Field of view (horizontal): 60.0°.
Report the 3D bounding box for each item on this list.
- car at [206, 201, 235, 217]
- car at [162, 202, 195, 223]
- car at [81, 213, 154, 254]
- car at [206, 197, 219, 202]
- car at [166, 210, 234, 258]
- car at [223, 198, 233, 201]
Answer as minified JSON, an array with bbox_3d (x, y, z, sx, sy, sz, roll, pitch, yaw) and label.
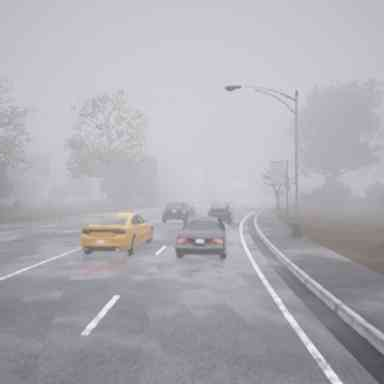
[{"bbox_3d":[2.475,1.778,28.008,1.837,1.490,4.892,0,0,11],"label":"car"},{"bbox_3d":[-1.012,1.616,28.433,2.097,1.767,4.553,0,-1,11],"label":"car"},{"bbox_3d":[-2.964,1.608,14.149,1.882,1.535,5.008,0,0,5],"label":"car"},{"bbox_3d":[4.526,1.952,72.698,2.097,1.767,4.553,0,0,19],"label":"car"},{"bbox_3d":[0.468,1.676,13.375,2.033,1.411,5.357,0,-1,5],"label":"car"},{"bbox_3d":[7.823,2.122,71.523,1.812,1.442,4.674,0,0,19],"label":"car"}]
